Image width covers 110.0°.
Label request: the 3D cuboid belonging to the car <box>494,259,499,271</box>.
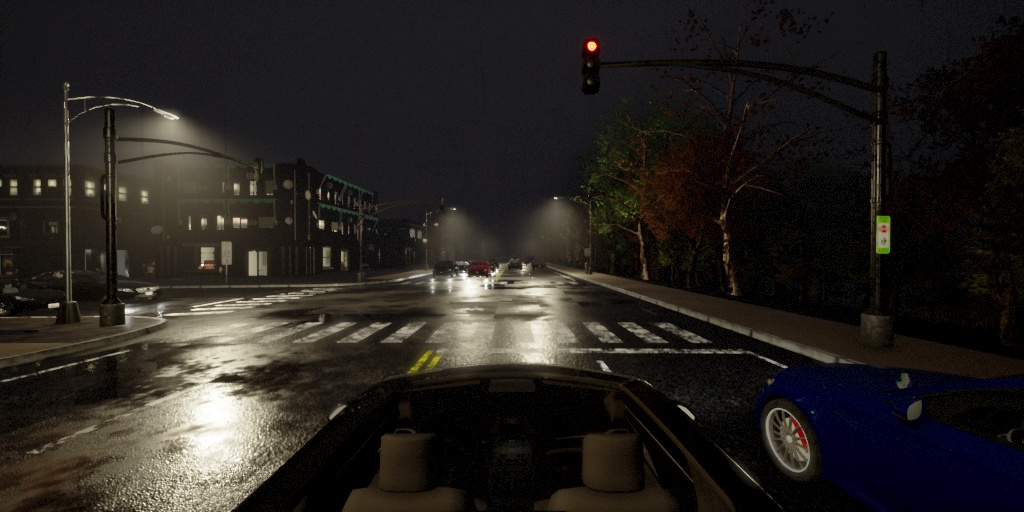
[{"bbox_3d":[-3.006,1.261,44.686,1.812,1.442,4.674,0,0,1],"label":"car"}]

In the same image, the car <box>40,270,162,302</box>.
[{"bbox_3d":[-19.014,1.488,16.552,4.674,1.442,1.812,-1,1,2],"label":"car"}]

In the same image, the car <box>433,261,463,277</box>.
[{"bbox_3d":[-6.340,1.217,34.782,1.882,1.535,5.008,0,0,1],"label":"car"}]

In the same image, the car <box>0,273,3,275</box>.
[{"bbox_3d":[-33.659,1.654,22.489,4.207,1.307,1.802,0,0,1],"label":"car"}]

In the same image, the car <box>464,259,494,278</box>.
[{"bbox_3d":[-3.083,1.217,34.625,1.882,1.535,5.008,0,0,1],"label":"car"}]

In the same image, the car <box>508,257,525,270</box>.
[{"bbox_3d":[0.494,1.295,52.898,1.994,1.385,4.181,0,0,0],"label":"car"}]

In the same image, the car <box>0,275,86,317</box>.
[{"bbox_3d":[-19.857,1.565,13.863,4.313,1.339,1.948,0,0,1],"label":"car"}]

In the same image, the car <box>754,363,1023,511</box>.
[{"bbox_3d":[3.355,1.276,1.682,1.812,1.442,4.674,0,0,1],"label":"car"}]

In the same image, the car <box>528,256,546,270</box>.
[{"bbox_3d":[3.724,1.210,50.520,1.882,1.535,5.008,0,0,0],"label":"car"}]
